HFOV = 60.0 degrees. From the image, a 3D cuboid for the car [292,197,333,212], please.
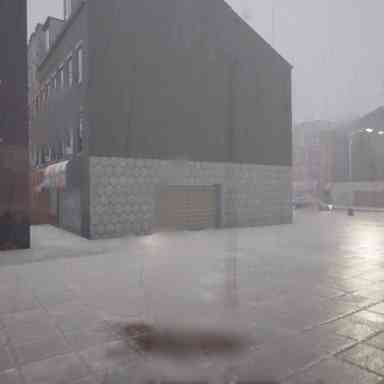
[{"bbox_3d":[12.366,1.291,35.062,2.128,1.511,4.902,-1,1,-35],"label":"car"}]
